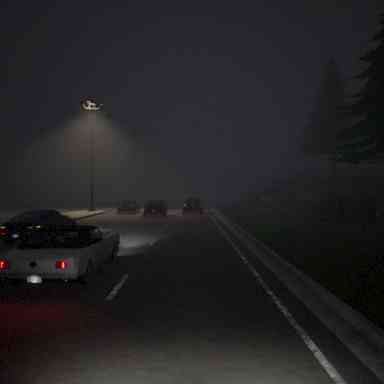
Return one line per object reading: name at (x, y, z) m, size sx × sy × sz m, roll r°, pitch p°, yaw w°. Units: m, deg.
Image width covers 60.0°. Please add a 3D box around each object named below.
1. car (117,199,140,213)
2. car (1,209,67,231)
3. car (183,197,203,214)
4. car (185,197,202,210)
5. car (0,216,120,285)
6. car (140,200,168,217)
car at (-6.891, 1.526, 36.654) m, size 1.812 × 1.442 × 4.674 m, roll 0°, pitch 0°, yaw 0°
car at (-6.899, 1.525, 15.346) m, size 1.812 × 1.442 × 4.674 m, roll 0°, pitch 0°, yaw 0°
car at (0.101, 1.352, 35.367) m, size 2.097 × 1.767 × 4.553 m, roll 0°, pitch 0°, yaw 0°
car at (0.271, 1.491, 44.578) m, size 2.128 × 1.511 × 4.902 m, roll 0°, pitch 0°, yaw 2°
car at (-3.399, 1.601, 9.415) m, size 1.895 × 1.301 × 4.718 m, roll 0°, pitch 0°, yaw 0°
car at (-3.397, 1.477, 31.734) m, size 1.882 × 1.535 × 5.008 m, roll 0°, pitch 0°, yaw 0°
